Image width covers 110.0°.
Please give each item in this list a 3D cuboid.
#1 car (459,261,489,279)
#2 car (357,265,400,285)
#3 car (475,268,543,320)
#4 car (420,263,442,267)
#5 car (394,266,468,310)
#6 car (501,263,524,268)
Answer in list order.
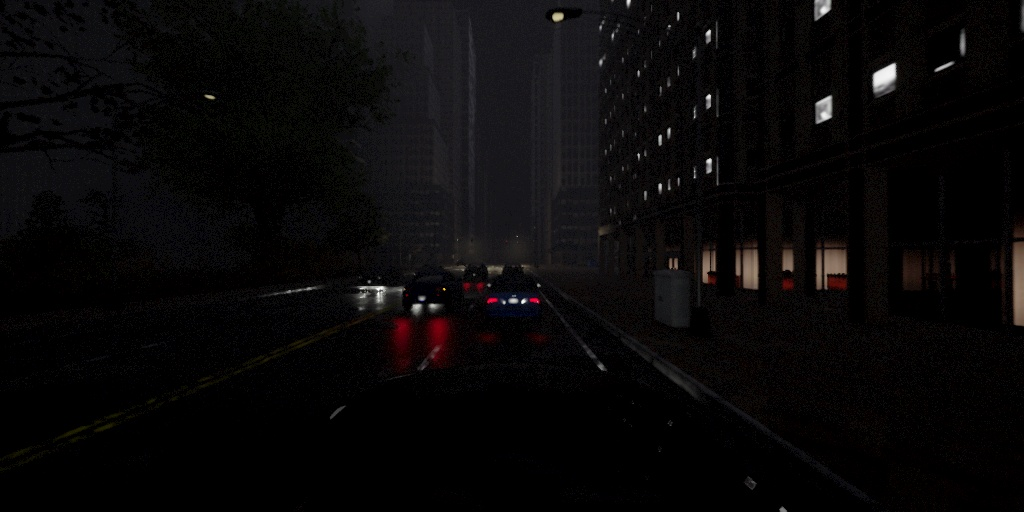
[{"bbox_3d":[-3.181,1.383,32.625,2.128,1.511,4.902,0,0,0],"label":"car"},{"bbox_3d":[-9.864,1.408,27.436,2.033,1.411,5.357,0,0,0],"label":"car"},{"bbox_3d":[0.061,1.337,12.743,2.033,1.411,5.357,0,0,0],"label":"car"},{"bbox_3d":[-6.609,1.363,29.088,2.128,1.511,4.902,0,0,0],"label":"car"},{"bbox_3d":[-3.182,1.324,15.012,1.812,1.442,4.674,0,0,0],"label":"car"},{"bbox_3d":[0.069,1.383,32.632,2.128,1.511,4.902,0,0,0],"label":"car"}]
